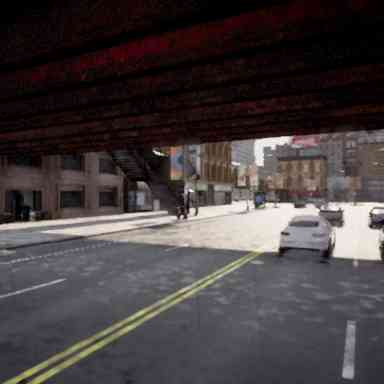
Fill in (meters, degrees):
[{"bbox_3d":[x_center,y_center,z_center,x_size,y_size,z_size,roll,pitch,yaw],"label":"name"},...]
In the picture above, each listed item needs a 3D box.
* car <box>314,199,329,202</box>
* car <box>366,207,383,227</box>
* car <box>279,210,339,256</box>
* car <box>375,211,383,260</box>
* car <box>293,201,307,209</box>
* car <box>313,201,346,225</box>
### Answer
[{"bbox_3d":[22.513,2.014,58.161,2.097,1.767,4.553,0,-1,25],"label":"car"},{"bbox_3d":[14.007,1.824,24.572,2.033,1.411,5.357,0,-1,26],"label":"car"},{"bbox_3d":[4.874,1.685,13.863,1.812,1.442,4.674,0,-1,27],"label":"car"},{"bbox_3d":[8.008,1.664,12.307,1.812,1.442,4.674,0,-1,27],"label":"car"},{"bbox_3d":[19.335,2.281,59.389,1.895,1.301,4.718,0,-1,26],"label":"car"},{"bbox_3d":[11.303,1.800,26.988,2.128,1.511,4.902,0,-1,26],"label":"car"}]
